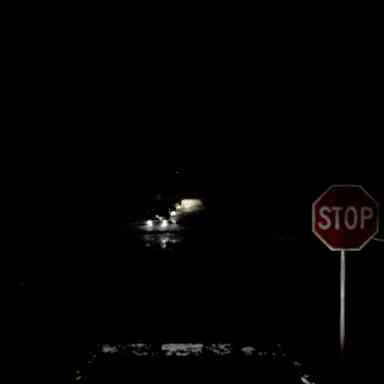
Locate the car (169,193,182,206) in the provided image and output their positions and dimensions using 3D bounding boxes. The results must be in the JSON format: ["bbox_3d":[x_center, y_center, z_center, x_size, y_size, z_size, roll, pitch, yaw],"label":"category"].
[{"bbox_3d":[-2.836,1.156,54.872,2.150,2.045,5.566,0,0,0],"label":"car"}]

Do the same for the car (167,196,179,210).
[{"bbox_3d":[-2.851,1.488,39.791,1.812,1.442,4.674,0,0,0],"label":"car"}]

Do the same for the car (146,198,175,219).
[{"bbox_3d":[-2.825,1.524,29.189,2.033,1.411,5.357,0,0,-1],"label":"car"}]
